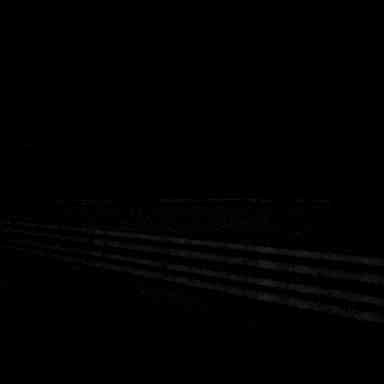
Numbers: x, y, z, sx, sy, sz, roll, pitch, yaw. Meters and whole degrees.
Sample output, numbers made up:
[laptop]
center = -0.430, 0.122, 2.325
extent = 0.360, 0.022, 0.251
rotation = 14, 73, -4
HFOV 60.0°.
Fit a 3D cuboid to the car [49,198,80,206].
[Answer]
[car]
center = -22.767, 1.811, 59.651
extent = 5.357, 1.411, 2.033
rotation = 0, 0, 2
